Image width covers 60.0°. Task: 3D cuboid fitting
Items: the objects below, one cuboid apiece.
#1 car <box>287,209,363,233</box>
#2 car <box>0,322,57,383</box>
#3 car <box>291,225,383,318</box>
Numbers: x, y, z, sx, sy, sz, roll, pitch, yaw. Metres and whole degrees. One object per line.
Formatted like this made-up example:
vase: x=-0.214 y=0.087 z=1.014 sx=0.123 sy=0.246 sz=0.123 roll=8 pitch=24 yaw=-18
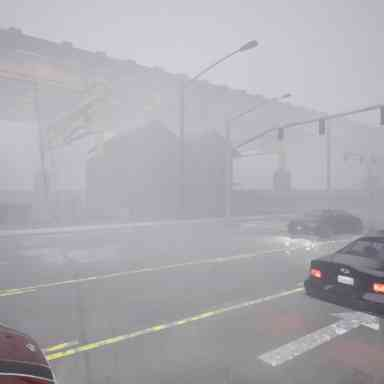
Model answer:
car: x=6.878 y=1.564 z=17.142 sx=4.181 sy=1.385 sz=1.994 roll=0 pitch=0 yaw=-32
car: x=-3.011 y=1.352 z=1.600 sx=4.553 sy=1.767 sz=2.097 roll=0 pitch=0 yaw=-36
car: x=4.671 y=1.547 z=7.115 sx=5.357 sy=1.411 sz=2.033 roll=0 pitch=0 yaw=-35
